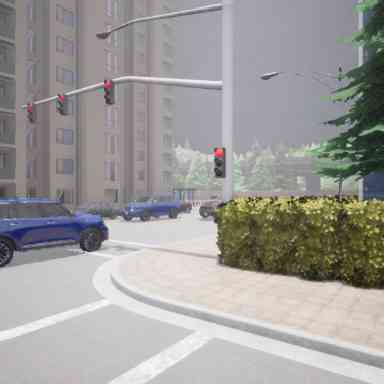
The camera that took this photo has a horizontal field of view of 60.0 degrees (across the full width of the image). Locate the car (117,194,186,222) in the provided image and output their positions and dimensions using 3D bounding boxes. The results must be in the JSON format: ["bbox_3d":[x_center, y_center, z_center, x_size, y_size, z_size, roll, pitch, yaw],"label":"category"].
[{"bbox_3d":[-3.225,1.221,26.916,2.150,2.045,5.566,0,0,36],"label":"car"}]

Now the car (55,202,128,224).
[{"bbox_3d":[-7.847,1.547,26.530,2.033,1.411,5.357,0,0,36],"label":"car"}]

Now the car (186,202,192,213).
[{"bbox_3d":[-2.043,1.478,34.439,1.882,1.535,5.008,0,0,36],"label":"car"}]

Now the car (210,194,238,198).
[{"bbox_3d":[3.119,1.221,35.551,2.150,2.045,5.566,0,0,36],"label":"car"}]

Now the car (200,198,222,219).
[{"bbox_3d":[2.544,1.505,28.535,1.837,1.490,4.892,0,0,36],"label":"car"}]

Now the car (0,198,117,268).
[{"bbox_3d":[-5.568,1.221,11.527,2.150,2.045,5.566,0,0,36],"label":"car"}]
